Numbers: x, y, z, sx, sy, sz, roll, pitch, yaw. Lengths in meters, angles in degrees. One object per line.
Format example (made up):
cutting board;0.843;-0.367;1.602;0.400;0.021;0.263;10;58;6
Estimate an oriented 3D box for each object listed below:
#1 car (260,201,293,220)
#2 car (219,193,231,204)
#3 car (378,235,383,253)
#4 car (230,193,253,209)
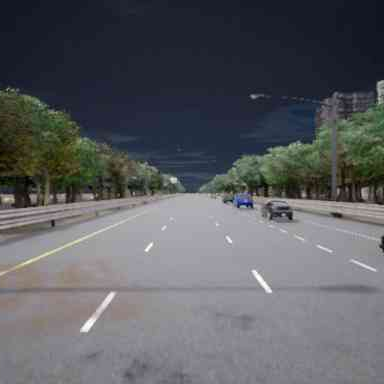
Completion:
car;7.000;1.511;27.753;1.837;1.490;4.892;0;0;0
car;7.035;1.264;64.002;2.150;2.045;5.566;0;0;0
car;7.001;1.602;8.689;1.895;1.301;4.718;0;0;0
car;7.003;1.257;45.737;2.150;2.045;5.566;0;0;0
